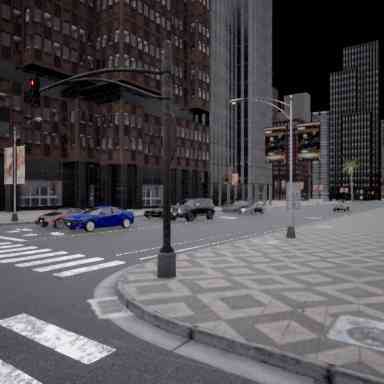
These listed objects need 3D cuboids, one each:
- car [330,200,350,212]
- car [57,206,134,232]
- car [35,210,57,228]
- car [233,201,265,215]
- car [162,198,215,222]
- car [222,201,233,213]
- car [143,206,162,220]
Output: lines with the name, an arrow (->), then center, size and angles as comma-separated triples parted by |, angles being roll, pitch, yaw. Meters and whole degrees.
car -> 24.186, 2.430, 53.681 | 2.033, 1.411, 5.357 | 0, -1, 34
car -> -6.095, 1.717, 22.365 | 1.882, 1.535, 5.008 | 0, -1, 35
car -> -8.959, 1.794, 23.938 | 1.994, 1.385, 4.181 | 0, -1, 36
car -> 7.506, 2.073, 41.622 | 2.128, 1.511, 4.902 | 0, -1, 35
car -> 0.067, 1.616, 31.104 | 2.150, 2.045, 5.566 | 0, -1, 35
car -> 5.921, 1.957, 44.999 | 2.097, 1.767, 4.553 | 0, -1, 35
car -> -2.635, 1.990, 32.912 | 1.895, 1.301, 4.718 | 0, -1, 35
